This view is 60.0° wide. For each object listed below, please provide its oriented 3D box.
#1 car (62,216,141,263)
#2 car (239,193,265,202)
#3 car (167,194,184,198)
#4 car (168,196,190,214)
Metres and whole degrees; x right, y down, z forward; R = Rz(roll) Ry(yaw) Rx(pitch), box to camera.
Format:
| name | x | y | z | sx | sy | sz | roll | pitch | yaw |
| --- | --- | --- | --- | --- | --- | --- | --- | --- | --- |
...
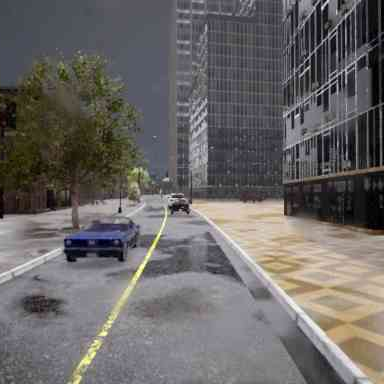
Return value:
| name | x | y | z | sx | sy | sz | roll | pitch | yaw |
| --- | --- | --- | --- | --- | --- | --- | --- | --- | --- |
| car | -3.066 | 1.604 | 12.190 | 1.895 | 1.301 | 4.718 | 0 | 0 | -2 |
| car | 11.931 | 1.211 | 66.543 | 5.009 | 1.841 | 2.192 | 0 | -1 | 13 |
| car | -2.082 | 1.230 | 44.955 | 2.150 | 2.045 | 5.566 | 0 | 0 | -6 |
| car | -1.276 | 1.513 | 34.966 | 1.837 | 1.490 | 4.892 | 0 | 0 | -4 |
